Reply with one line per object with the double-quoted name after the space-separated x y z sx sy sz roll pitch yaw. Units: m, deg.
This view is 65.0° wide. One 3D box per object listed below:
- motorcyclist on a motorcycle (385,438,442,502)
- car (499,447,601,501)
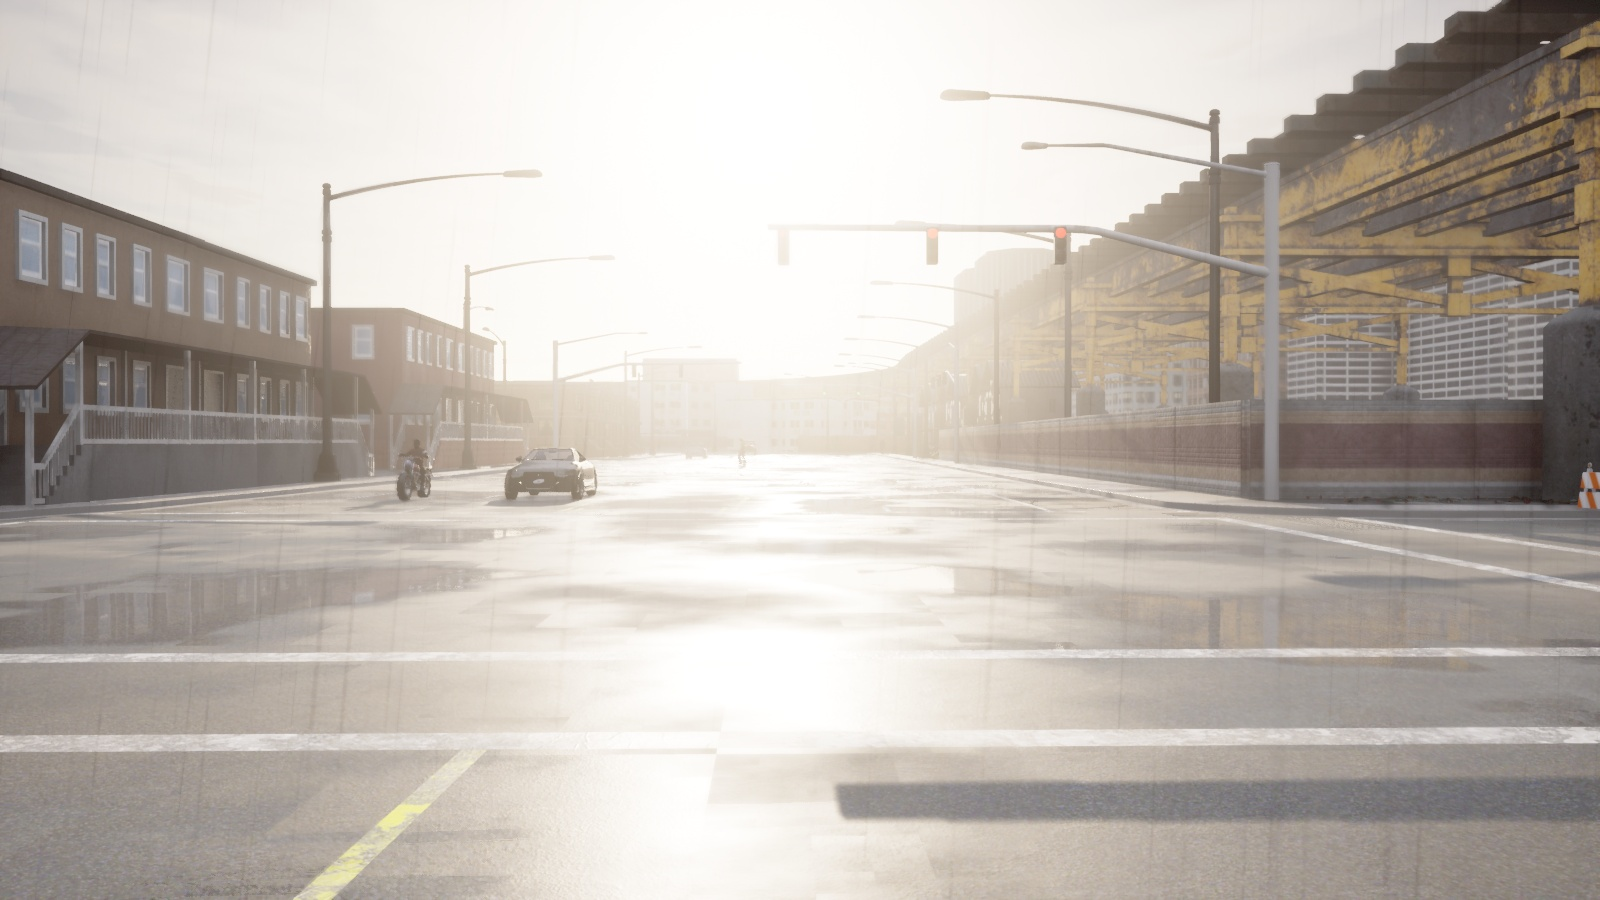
-10.294 0.499 33.524 0.766 1.649 2.350 0 0 0 "motorcyclist on a motorcycle"
-6.793 0.610 34.588 1.994 1.385 4.181 0 0 0 "car"
